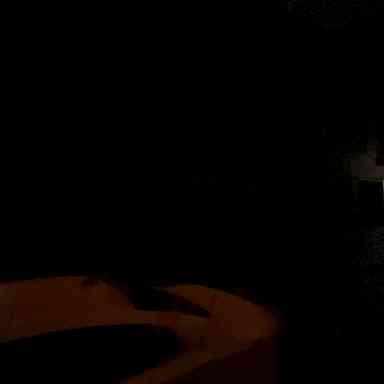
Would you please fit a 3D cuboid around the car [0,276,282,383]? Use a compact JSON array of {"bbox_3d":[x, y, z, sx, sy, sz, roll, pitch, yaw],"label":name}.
[{"bbox_3d":[-1.525,1.478,2.291,5.008,1.535,1.882,0,0,-36],"label":"car"}]
